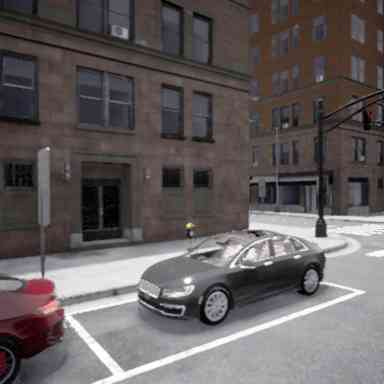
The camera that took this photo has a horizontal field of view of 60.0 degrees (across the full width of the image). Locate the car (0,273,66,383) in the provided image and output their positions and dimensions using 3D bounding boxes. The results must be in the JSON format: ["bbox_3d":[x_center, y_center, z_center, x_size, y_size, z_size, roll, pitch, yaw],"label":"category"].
[{"bbox_3d":[-3.607,1.590,3.614,4.206,1.307,1.802,-1,0,-35],"label":"car"}]

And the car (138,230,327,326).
[{"bbox_3d":[1.019,1.514,6.913,4.403,1.369,2.008,-1,0,-35],"label":"car"}]
